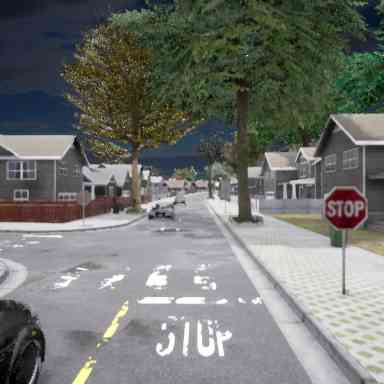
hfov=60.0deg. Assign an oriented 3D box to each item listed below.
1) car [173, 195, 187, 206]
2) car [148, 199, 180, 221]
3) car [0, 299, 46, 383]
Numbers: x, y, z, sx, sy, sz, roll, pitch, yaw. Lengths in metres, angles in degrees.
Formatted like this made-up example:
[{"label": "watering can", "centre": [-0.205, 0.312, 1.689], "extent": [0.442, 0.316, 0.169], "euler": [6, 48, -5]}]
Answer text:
[{"label": "car", "centre": [-1.909, 1.328, 52.991], "extent": [1.837, 1.490, 4.892], "euler": [0, 1, 1]}, {"label": "car", "centre": [-2.333, 1.538, 26.882], "extent": [1.994, 1.385, 4.181], "euler": [0, 0, 1]}, {"label": "car", "centre": [-2.717, 1.565, 2.226], "extent": [1.994, 1.385, 4.181], "euler": [0, 0, 0]}]
